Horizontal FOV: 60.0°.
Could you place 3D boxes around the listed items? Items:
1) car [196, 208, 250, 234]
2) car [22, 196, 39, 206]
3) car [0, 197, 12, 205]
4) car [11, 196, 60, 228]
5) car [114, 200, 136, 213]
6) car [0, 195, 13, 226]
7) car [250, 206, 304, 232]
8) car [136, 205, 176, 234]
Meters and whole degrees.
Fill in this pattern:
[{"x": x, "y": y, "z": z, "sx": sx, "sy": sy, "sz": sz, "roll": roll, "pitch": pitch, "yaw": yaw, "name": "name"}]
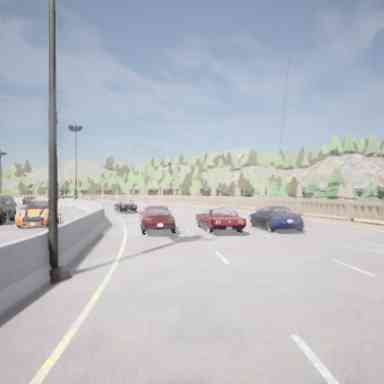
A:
[{"x": 1.499, "y": 1.574, "z": 19.255, "sx": 1.895, "sy": 1.301, "sz": 4.718, "roll": 0, "pitch": 0, "yaw": -11, "name": "car"}, {"x": -28.544, "y": 1.540, "z": 58.702, "sx": 1.837, "sy": 1.490, "sz": 4.892, "roll": 0, "pitch": 0, "yaw": -38, "name": "car"}, {"x": -34.114, "y": 1.644, "z": 59.864, "sx": 1.895, "sy": 1.301, "sz": 4.718, "roll": 0, "pitch": 0, "yaw": -42, "name": "car"}, {"x": -10.203, "y": 1.368, "z": 22.309, "sx": 2.097, "sy": 1.767, "sz": 4.553, "roll": 0, "pitch": 0, "yaw": -15, "name": "car"}, {"x": -7.471, "y": 1.590, "z": 37.024, "sx": 1.895, "sy": 1.301, "sz": 4.718, "roll": 0, "pitch": 0, "yaw": -22, "name": "car"}, {"x": -14.167, "y": 1.252, "z": 23.803, "sx": 2.150, "sy": 2.045, "sz": 5.566, "roll": 0, "pitch": 0, "yaw": -16, "name": "car"}, {"x": 4.895, "y": 1.524, "z": 19.806, "sx": 1.994, "sy": 1.385, "sz": 4.181, "roll": 0, "pitch": 0, "yaw": -11, "name": "car"}, {"x": -2.064, "y": 1.513, "z": 19.100, "sx": 1.812, "sy": 1.442, "sz": 4.674, "roll": 0, "pitch": 0, "yaw": -11, "name": "car"}]
